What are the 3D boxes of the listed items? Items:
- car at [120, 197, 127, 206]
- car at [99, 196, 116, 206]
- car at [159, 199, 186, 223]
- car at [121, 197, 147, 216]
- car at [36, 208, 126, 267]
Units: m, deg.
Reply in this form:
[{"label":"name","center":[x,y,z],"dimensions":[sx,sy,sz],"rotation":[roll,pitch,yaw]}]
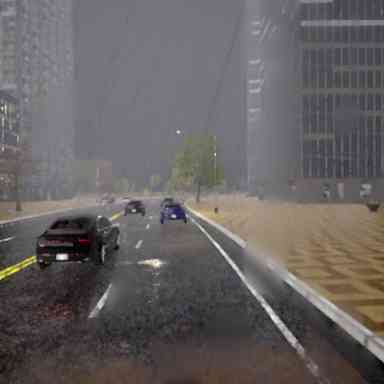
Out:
[{"label":"car","center":[-10.163,1.490,52.497],"dimensions":[1.812,1.442,4.674],"rotation":[-1,0,-2]},{"label":"car","center":[-13.440,1.322,53.159],"dimensions":[2.128,1.511,4.902],"rotation":[-1,0,-2]},{"label":"car","center":[-1.442,1.473,24.765],"dimensions":[1.812,1.442,4.674],"rotation":[-1,0,-5]},{"label":"car","center":[-5.372,1.492,31.849],"dimensions":[1.812,1.442,4.674],"rotation":[-1,0,-5]},{"label":"car","center":[-3.659,1.505,11.415],"dimensions":[1.837,1.490,4.892],"rotation":[0,0,-3]}]
